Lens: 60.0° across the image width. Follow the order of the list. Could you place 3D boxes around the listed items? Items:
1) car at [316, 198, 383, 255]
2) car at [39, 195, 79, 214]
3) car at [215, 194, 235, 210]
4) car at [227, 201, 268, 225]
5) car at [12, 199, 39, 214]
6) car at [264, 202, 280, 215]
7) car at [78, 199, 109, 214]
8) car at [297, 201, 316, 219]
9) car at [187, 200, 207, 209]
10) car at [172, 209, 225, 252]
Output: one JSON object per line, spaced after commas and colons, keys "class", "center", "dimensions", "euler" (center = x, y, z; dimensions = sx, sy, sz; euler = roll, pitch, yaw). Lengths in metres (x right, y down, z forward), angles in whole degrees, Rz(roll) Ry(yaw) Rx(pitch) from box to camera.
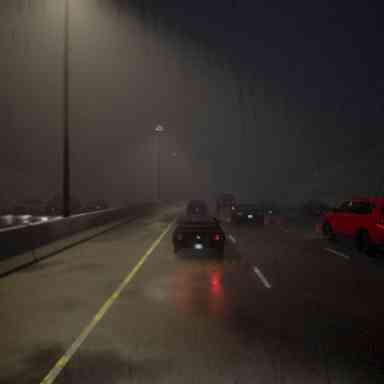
{"class": "car", "center": [7.263, 1.244, 13.557], "dimensions": [2.150, 2.045, 5.566], "euler": [0, 0, 1]}
{"class": "car", "center": [-13.559, 1.316, 35.272], "dimensions": [2.150, 2.045, 5.566], "euler": [0, 0, 1]}
{"class": "car", "center": [4.117, 1.253, 41.195], "dimensions": [2.150, 2.045, 5.566], "euler": [0, 0, 1]}
{"class": "car", "center": [3.900, 1.586, 24.146], "dimensions": [1.994, 1.385, 4.181], "euler": [0, 0, 1]}
{"class": "car", "center": [-17.060, 1.469, 35.289], "dimensions": [1.882, 1.535, 5.008], "euler": [0, 0, 1]}
{"class": "car", "center": [7.525, 1.634, 33.948], "dimensions": [1.895, 1.301, 4.718], "euler": [0, 0, 1]}
{"class": "car", "center": [-10.060, 1.532, 35.219], "dimensions": [1.812, 1.442, 4.674], "euler": [0, 0, 1]}
{"class": "car", "center": [10.970, 1.565, 29.628], "dimensions": [1.812, 1.442, 4.674], "euler": [0, 0, 1]}
{"class": "car", "center": [0.516, 1.496, 33.200], "dimensions": [1.882, 1.535, 5.008], "euler": [0, 0, 1]}
{"class": "car", "center": [0.266, 1.608, 13.828], "dimensions": [1.895, 1.301, 4.718], "euler": [0, 0, 1]}
